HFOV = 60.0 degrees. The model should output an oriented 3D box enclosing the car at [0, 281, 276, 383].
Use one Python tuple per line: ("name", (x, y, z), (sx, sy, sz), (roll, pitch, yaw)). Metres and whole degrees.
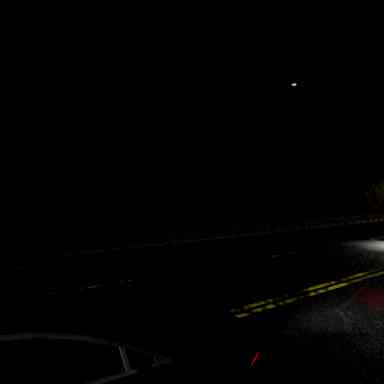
("car", (-1.434, 1.492, 2.440), (4.902, 1.511, 2.128), (0, 0, -36))
